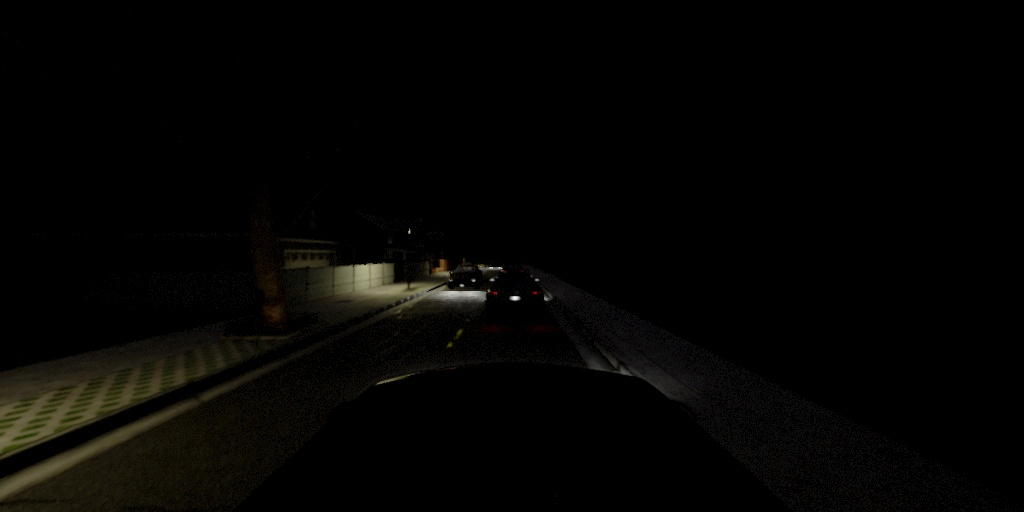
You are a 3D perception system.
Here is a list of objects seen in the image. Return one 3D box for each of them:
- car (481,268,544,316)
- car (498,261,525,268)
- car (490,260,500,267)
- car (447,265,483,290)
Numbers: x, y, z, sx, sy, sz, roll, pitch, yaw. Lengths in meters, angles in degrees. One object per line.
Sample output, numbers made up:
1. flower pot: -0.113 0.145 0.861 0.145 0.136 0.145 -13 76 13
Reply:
1. car: 0.100 1.312 13.404 1.994 1.385 4.181 0 0 0
2. car: 0.100 1.310 29.586 1.994 1.385 4.181 0 0 0
3. car: -2.911 1.376 64.283 1.895 1.301 4.718 0 0 -1
4. car: -2.852 1.295 23.055 2.033 1.411 5.357 0 0 0
